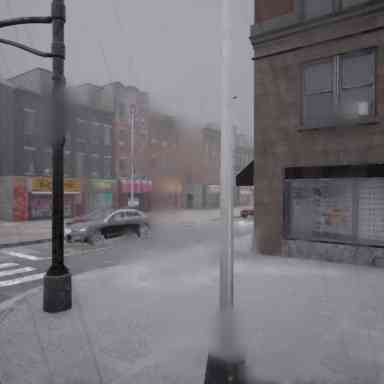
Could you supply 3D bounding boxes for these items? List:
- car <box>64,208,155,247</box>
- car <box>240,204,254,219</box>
[{"bbox_3d":[-3.822,1.523,15.540,2.128,1.511,4.902,0,0,35],"label":"car"},{"bbox_3d":[6.018,1.686,29.385,1.895,1.301,4.718,0,0,35],"label":"car"}]
